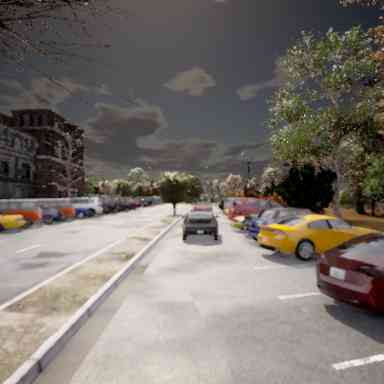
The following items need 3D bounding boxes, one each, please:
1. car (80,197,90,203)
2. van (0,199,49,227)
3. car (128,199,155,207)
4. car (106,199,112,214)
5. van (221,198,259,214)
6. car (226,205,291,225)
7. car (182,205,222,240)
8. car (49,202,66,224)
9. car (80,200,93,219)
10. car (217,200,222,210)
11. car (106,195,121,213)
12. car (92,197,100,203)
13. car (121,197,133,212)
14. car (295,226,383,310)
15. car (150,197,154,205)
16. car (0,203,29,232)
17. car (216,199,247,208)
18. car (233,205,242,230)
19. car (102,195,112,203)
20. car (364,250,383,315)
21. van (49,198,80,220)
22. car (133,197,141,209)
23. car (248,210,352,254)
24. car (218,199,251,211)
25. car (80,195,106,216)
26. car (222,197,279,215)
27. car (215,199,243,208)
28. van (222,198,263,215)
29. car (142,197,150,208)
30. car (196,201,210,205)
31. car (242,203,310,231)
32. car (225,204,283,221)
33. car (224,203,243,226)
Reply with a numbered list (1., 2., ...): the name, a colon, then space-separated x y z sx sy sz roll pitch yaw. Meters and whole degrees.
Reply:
1. car: -28.532 2.184 88.850 2.231 1.521 4.892 0 -2 -17
2. van: -12.745 1.514 23.302 4.442 1.987 1.878 -1 -1 -18
3. car: -10.839 2.276 71.319 5.366 1.575 1.946 -1 0 -17
4. car: -12.200 1.916 38.288 5.008 1.535 2.097 -1 -1 -17
5. van: 6.088 1.750 42.538 4.442 1.987 1.878 1 0 -17
6. car: 5.525 1.835 27.693 4.792 1.488 2.163 1 0 -18
7. car: 0.482 1.722 18.605 1.837 1.490 4.892 0 -1 2
8. car: -12.754 1.806 26.258 4.792 1.488 2.163 -1 0 -18
9. car: -12.467 1.846 32.284 5.008 1.535 2.097 -1 -1 -17
10. car: 5.632 1.869 33.594 5.366 1.575 1.946 1 0 -17
11. car: -12.092 1.700 41.278 5.566 2.045 2.435 -1 0 -17
12. car: -25.579 2.219 88.683 2.002 1.452 4.674 1 -2 -17
13. car: -11.775 1.770 47.311 5.566 2.045 2.435 -1 -1 -17
14. car: 4.917 1.599 6.956 4.792 1.488 2.163 1 -1 -19
15. car: -10.835 2.005 68.344 5.566 2.045 2.435 -1 0 -17
16. car: -13.147 1.704 20.187 5.366 1.575 1.946 -1 0 -18
17. car: 7.202 2.192 61.304 5.366 1.575 1.946 1 -1 -17
18. car: 5.190 1.705 18.797 4.892 1.521 2.231 1 -1 -18
19. car: -22.609 1.923 88.496 2.435 2.045 5.566 1 -2 -17
20. car: 4.822 1.564 3.964 4.792 1.488 2.163 1 0 -19
21. van: -12.490 1.584 29.321 4.442 1.987 1.878 -1 -1 -18
22. car: -11.505 1.840 53.319 5.566 2.045 2.435 -1 -1 -17
23. car: 5.003 1.636 12.867 5.008 1.535 2.097 1 -1 -18
24. car: 6.559 1.954 51.490 4.553 1.767 2.185 1 -1 -17
25. car: -12.358 1.630 35.276 5.566 2.045 2.435 -1 0 -18
26. car: 5.454 1.521 24.748 5.566 2.045 2.435 1 -1 -18
27. car: 7.174 2.232 64.633 4.892 1.521 2.231 1 -1 -17
28. van: 5.960 1.715 39.564 4.442 1.987 1.878 1 0 -17
29. car: -11.104 2.197 62.321 5.008 1.535 2.097 -1 -1 -17
30. car: 1.196 1.775 36.370 2.097 1.767 4.553 0 -1 2
31. car: 5.070 1.544 15.824 4.553 1.767 2.185 1 -1 -18
32. car: 5.707 1.870 30.691 4.792 1.488 2.163 1 -1 -17
33. car: 5.131 1.732 21.703 5.366 1.575 1.946 1 0 -18
